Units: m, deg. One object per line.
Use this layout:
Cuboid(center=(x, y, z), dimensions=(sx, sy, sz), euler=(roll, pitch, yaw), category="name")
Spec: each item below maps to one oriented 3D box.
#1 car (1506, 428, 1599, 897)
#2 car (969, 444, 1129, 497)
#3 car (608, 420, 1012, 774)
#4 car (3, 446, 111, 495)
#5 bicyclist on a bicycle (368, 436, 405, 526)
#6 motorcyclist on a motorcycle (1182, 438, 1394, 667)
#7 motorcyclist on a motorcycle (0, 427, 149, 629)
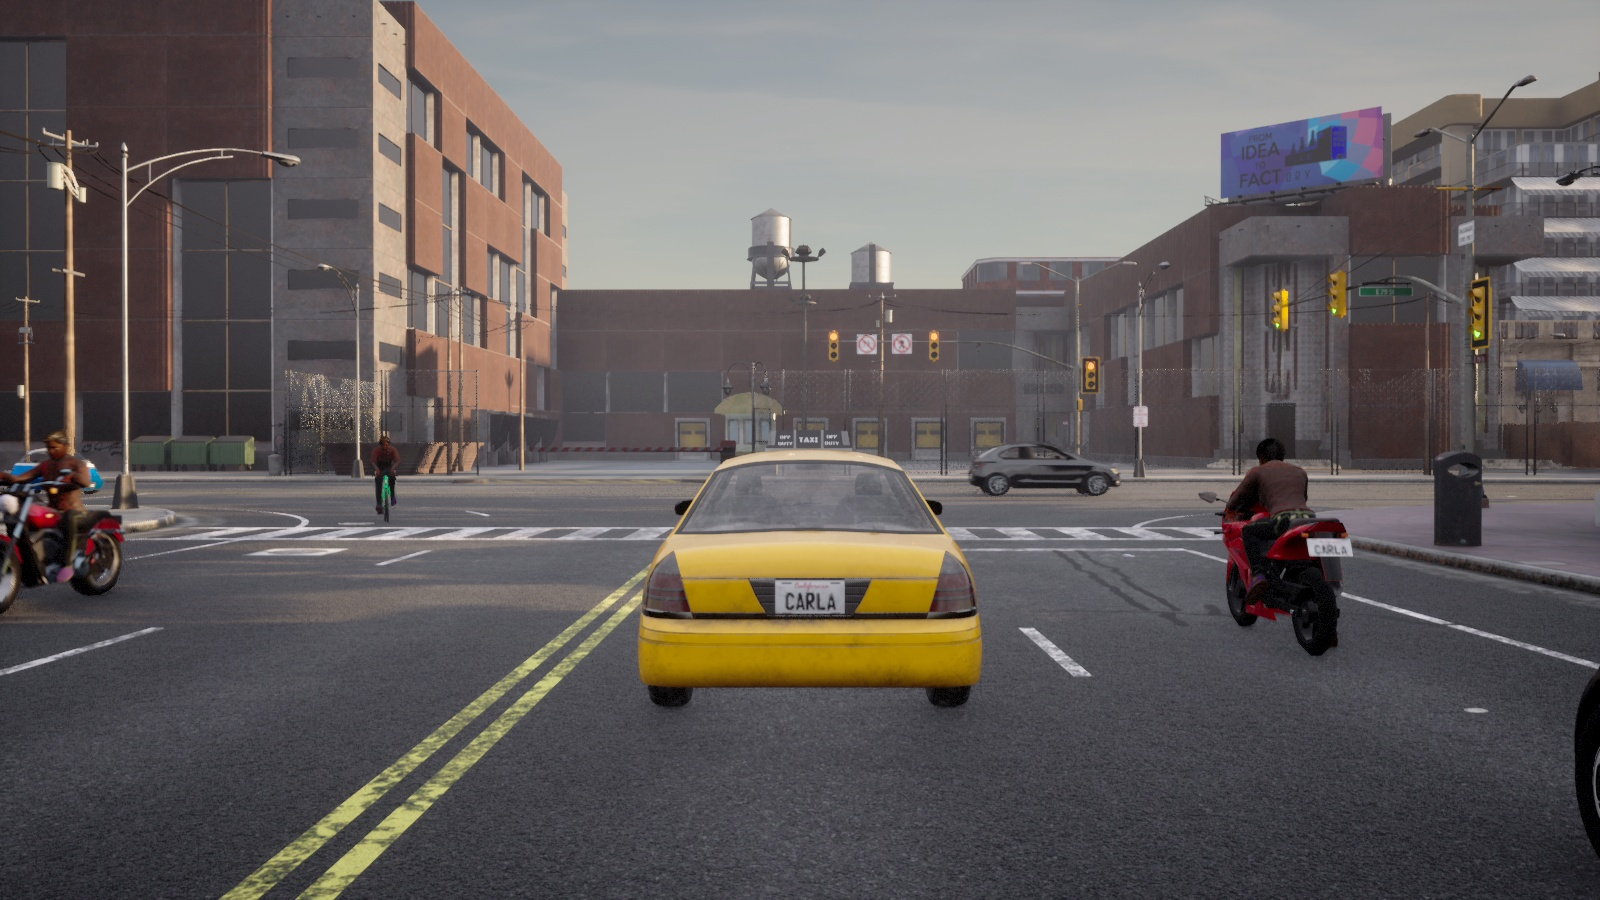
Cuboid(center=(3.526, 0.712, 2.849), dimensions=(1.789, 1.549, 3.705), euler=(0, 0, 1), category="car")
Cuboid(center=(6.990, 0.562, 35.540), dimensions=(4.193, 1.474, 1.816), euler=(0, 0, 1), category="car")
Cuboid(center=(0.057, 0.638, 8.274), dimensions=(1.801, 1.575, 5.366), euler=(0, 0, 0), category="car")
Cuboid(center=(-21.239, 0.578, 35.935), dimensions=(2.207, 1.376, 1.481), euler=(0, 0, 1), category="car")
Cuboid(center=(-7.778, 0.557, 23.609), dimensions=(0.582, 1.620, 1.656), euler=(-1, 1, -20), category="bicyclist on a bicycle")
Cuboid(center=(3.563, 0.677, 9.397), dimensions=(0.797, 1.523, 2.044), euler=(0, 0, 0), category="motorcyclist on a motorcycle")
Cuboid(center=(-6.922, 0.626, 11.412), dimensions=(0.766, 1.649, 2.350), euler=(0, 1, 0), category="motorcyclist on a motorcycle")
